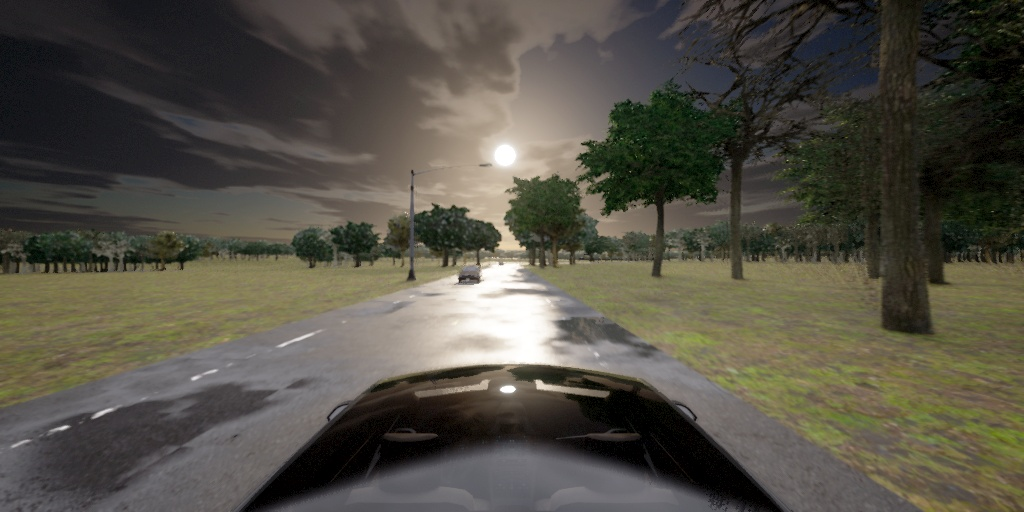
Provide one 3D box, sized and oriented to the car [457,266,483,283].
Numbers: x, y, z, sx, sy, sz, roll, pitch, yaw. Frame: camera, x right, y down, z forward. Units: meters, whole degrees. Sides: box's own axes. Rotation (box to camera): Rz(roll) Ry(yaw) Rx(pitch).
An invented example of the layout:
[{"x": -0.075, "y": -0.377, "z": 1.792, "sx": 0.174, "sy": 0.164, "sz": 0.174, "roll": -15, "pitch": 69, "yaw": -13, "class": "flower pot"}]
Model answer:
[{"x": -3.576, "y": 1.567, "z": 31.662, "sx": 2.033, "sy": 1.411, "sz": 5.357, "roll": 0, "pitch": -1, "yaw": 0, "class": "car"}]
